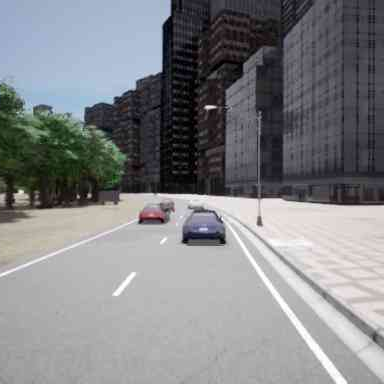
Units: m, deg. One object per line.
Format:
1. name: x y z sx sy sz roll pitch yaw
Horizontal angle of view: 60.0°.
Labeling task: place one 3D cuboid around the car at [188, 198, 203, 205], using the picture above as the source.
1. car: 0.437 1.519 44.158 1.812 1.442 4.674 0 0 -3

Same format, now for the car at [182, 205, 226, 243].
1. car: 0.580 1.568 16.228 1.994 1.385 4.181 0 0 2

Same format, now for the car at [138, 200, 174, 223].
1. car: -2.786 1.553 25.325 1.994 1.385 4.181 0 0 2

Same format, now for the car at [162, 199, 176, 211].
1. car: -2.963 1.533 39.847 2.033 1.411 5.357 0 0 -2
